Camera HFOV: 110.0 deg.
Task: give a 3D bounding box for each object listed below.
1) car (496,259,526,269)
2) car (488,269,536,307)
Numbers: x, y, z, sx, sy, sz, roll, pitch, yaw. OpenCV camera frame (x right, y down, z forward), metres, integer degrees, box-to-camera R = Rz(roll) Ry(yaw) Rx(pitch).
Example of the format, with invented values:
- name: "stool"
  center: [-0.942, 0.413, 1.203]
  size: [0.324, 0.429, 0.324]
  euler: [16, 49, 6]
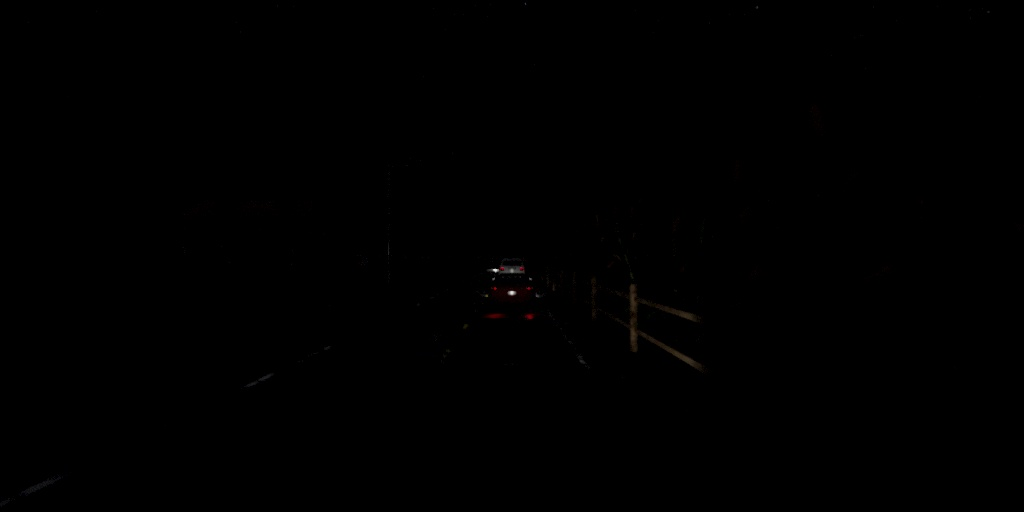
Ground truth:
- name: "car"
  center: [-0.005, 1.235, 30.864]
  size: [2.150, 2.045, 5.566]
  euler: [0, 0, 0]
- name: "car"
  center: [0.003, 1.450, 16.209]
  size: [1.994, 1.385, 4.181]
  euler: [0, 0, 0]
